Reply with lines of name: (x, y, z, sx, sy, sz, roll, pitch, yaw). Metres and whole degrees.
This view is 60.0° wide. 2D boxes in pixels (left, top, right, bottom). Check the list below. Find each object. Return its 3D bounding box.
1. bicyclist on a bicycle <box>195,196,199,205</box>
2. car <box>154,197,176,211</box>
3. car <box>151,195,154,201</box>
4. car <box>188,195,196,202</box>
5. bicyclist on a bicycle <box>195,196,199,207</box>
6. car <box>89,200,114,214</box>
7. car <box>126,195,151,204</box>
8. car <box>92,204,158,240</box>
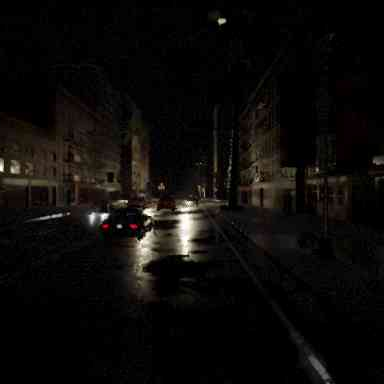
bicyclist on a bicycle: (0.903, 1.595, 61.506, 0.582, 1.620, 1.656, 0, -1, 0)
car: (-3.144, 1.402, 41.999, 2.097, 1.767, 4.553, 0, 0, 0)
car: (-9.738, 1.491, 77.816, 1.882, 1.535, 5.008, 0, 0, 0)
car: (0.014, 1.746, 82.925, 2.128, 1.511, 4.902, 0, 0, 0)
bicyclist on a bicycle: (0.902, 1.549, 52.516, 0.582, 1.620, 1.656, 0, -1, 0)
car: (-9.832, 1.597, 36.470, 1.994, 1.385, 4.181, 0, 0, 0)
car: (-6.577, 1.395, 40.007, 2.097, 1.767, 4.553, 0, 0, 0)
car: (-3.149, 1.548, 16.939, 2.033, 1.411, 5.357, 0, 0, 0)
